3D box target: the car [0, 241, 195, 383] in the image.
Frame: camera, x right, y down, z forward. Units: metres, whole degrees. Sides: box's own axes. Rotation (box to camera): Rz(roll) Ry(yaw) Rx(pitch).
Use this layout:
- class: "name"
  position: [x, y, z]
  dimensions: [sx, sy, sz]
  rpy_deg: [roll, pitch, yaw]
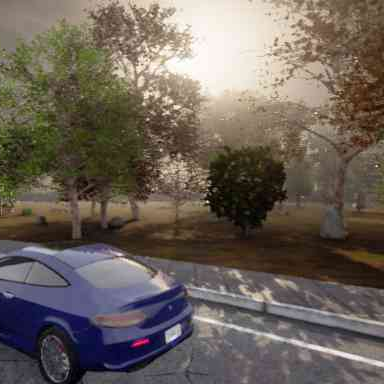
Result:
- class: "car"
  position: [-2.153, 1.518, 5.227]
  dimensions: [4.674, 1.442, 1.812]
  rpy_deg: [0, 0, 33]
